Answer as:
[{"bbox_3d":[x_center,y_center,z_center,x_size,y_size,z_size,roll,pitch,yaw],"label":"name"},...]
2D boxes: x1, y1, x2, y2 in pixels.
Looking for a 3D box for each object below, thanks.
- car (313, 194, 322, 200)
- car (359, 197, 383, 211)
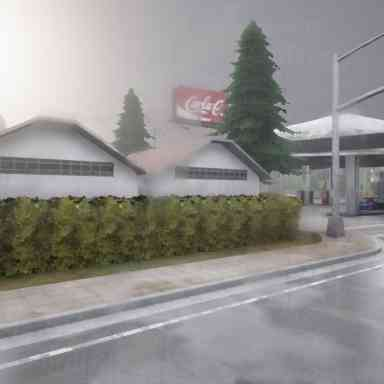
[{"bbox_3d":[32.997,1.330,89.503,2.152,1.636,5.027,0,0,-36],"label":"car"},{"bbox_3d":[21.881,1.480,40.020,4.611,1.667,2.242,0,0,-36],"label":"car"}]
